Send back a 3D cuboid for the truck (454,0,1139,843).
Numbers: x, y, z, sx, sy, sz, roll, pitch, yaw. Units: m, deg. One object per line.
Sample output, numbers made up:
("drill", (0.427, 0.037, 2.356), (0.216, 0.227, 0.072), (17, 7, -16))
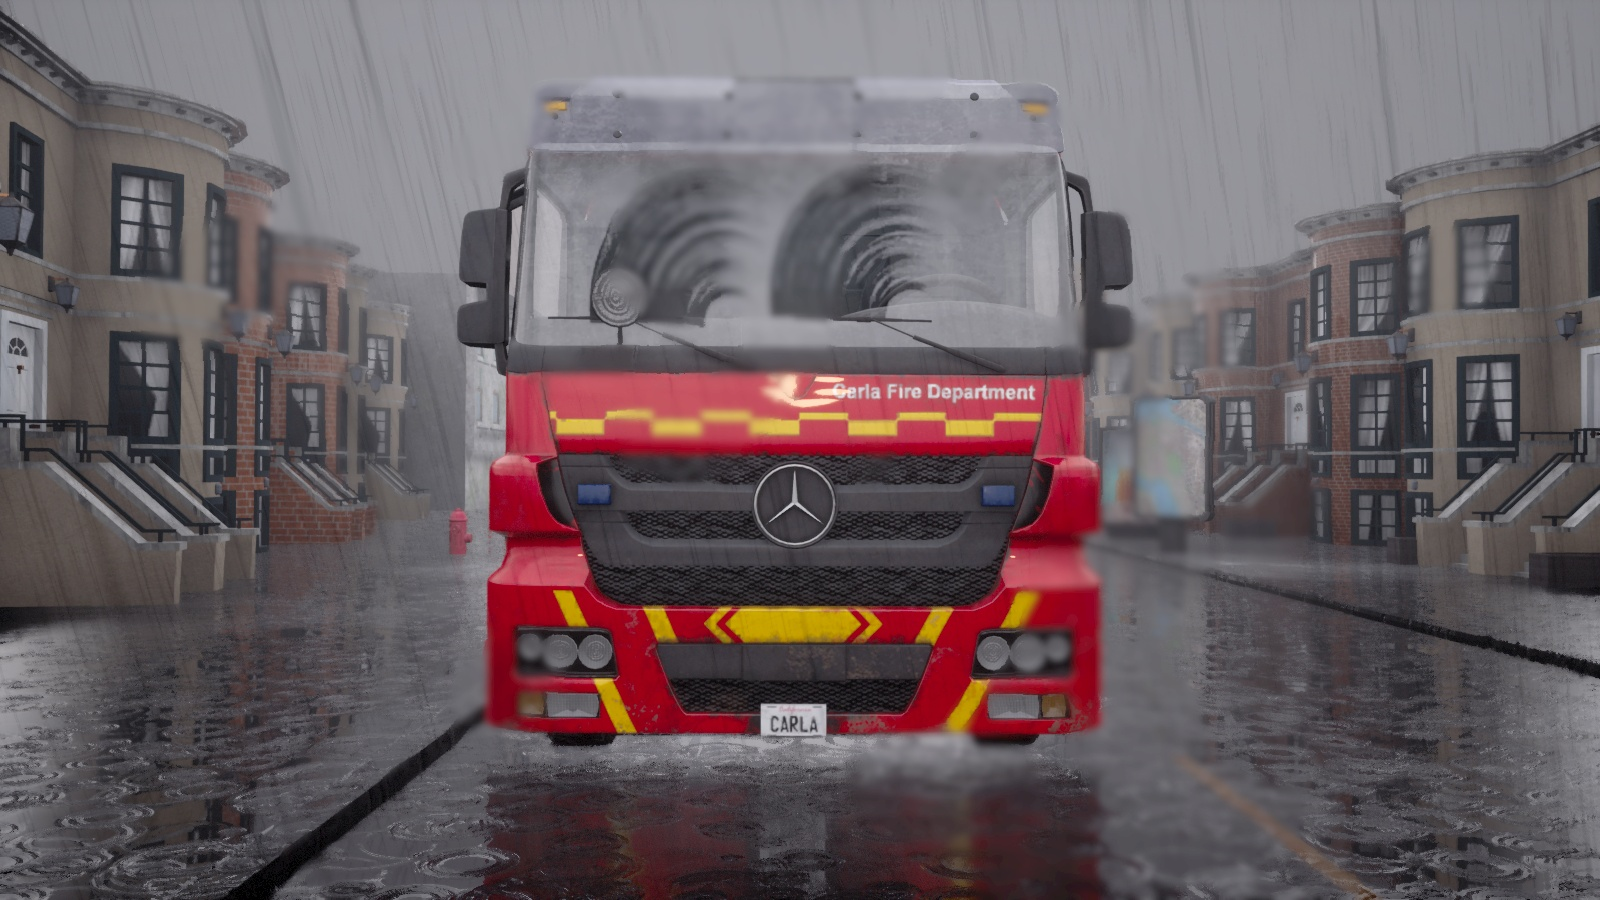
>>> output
("truck", (-0.032, -0.190, 9.565), (2.891, 3.827, 8.468), (0, -1, 0))
